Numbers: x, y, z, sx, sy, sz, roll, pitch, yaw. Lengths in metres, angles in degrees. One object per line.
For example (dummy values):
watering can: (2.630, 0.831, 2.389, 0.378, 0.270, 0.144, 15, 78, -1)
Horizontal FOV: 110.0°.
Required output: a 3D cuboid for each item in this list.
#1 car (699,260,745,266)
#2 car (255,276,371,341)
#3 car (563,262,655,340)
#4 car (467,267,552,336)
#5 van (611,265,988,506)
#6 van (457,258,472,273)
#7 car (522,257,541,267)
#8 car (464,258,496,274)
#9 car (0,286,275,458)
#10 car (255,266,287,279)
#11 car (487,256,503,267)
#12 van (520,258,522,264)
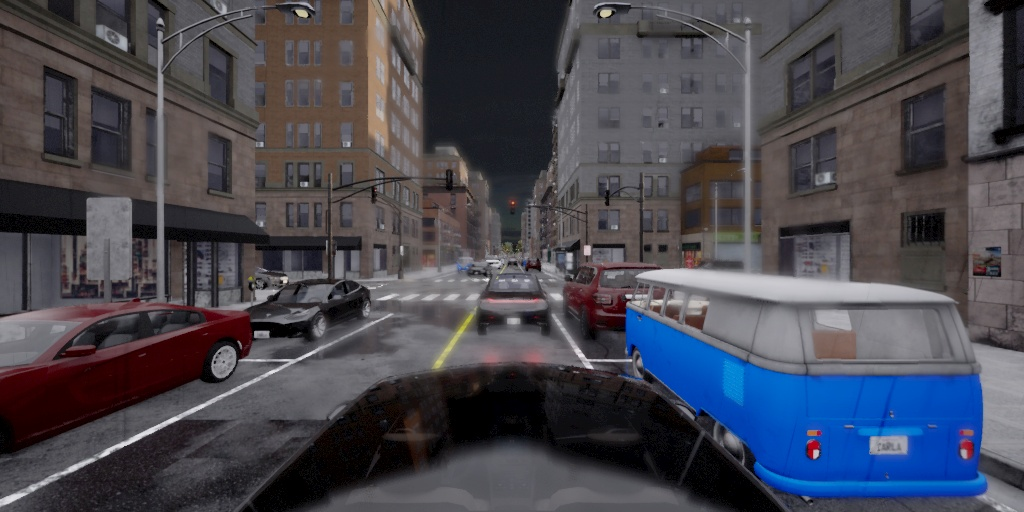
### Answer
car: (13.380, 1.038, 21.774, 4.553, 1.767, 2.097, 0, 0, 0)
car: (-5.372, 1.316, 9.885, 1.948, 1.339, 4.313, 0, 0, 0)
car: (2.653, 1.065, 9.875, 2.192, 1.841, 5.009, 0, 0, 0)
car: (0.062, 1.242, 10.418, 2.128, 1.511, 4.902, 0, 0, 0)
van: (2.646, 1.091, 4.364, 1.690, 1.789, 3.998, 0, 0, 0)
van: (-5.351, 1.087, 41.849, 1.690, 1.789, 3.998, 0, 0, 0)
car: (2.769, 1.060, 47.246, 2.192, 1.841, 5.009, 0, 0, 0)
car: (-2.955, 1.252, 34.160, 1.837, 1.490, 4.892, 0, 0, 4)
car: (-5.379, 1.295, 4.375, 1.888, 1.381, 4.507, 0, 0, 0)
car: (-16.215, 1.305, 21.770, 4.902, 1.511, 2.128, 0, 0, 0)
car: (-2.777, 0.966, 51.696, 2.150, 2.045, 5.566, 0, 0, 0)
van: (2.775, 1.084, 63.465, 1.690, 1.789, 3.998, 0, 0, 0)
